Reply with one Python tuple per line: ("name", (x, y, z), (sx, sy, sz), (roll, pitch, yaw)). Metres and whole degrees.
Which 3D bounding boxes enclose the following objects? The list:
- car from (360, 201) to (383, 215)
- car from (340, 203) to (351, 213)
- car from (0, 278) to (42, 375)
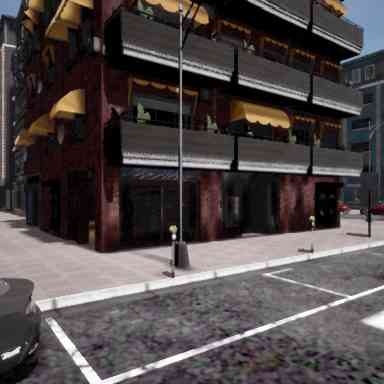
("car", (19.544, 1.631, 34.288), (1.967, 1.590, 4.097), (-1, 0, -35))
("car", (16.355, 1.841, 38.827), (1.802, 1.307, 4.206), (-1, 0, -35))
("car", (-3.914, 1.548, 3.306), (4.403, 1.369, 2.008), (0, 0, -36))
